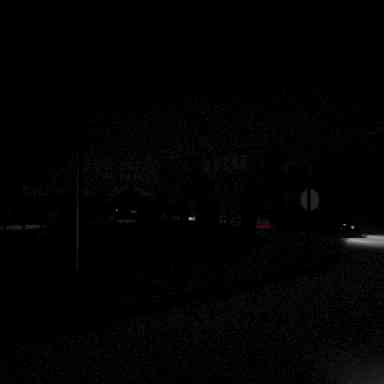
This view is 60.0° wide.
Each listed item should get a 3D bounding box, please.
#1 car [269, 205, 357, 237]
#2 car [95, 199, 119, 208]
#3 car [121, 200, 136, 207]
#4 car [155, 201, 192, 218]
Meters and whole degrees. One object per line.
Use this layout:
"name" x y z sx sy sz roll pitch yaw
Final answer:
"car" 6.543 1.504 18.440 1.837 1.490 4.892 0 0 -36
"car" -11.503 1.525 43.757 1.812 1.442 4.674 0 0 -35
"car" -10.083 1.547 48.961 2.033 1.411 5.357 0 0 -37
"car" -2.153 1.547 30.589 2.033 1.411 5.357 0 0 -35
